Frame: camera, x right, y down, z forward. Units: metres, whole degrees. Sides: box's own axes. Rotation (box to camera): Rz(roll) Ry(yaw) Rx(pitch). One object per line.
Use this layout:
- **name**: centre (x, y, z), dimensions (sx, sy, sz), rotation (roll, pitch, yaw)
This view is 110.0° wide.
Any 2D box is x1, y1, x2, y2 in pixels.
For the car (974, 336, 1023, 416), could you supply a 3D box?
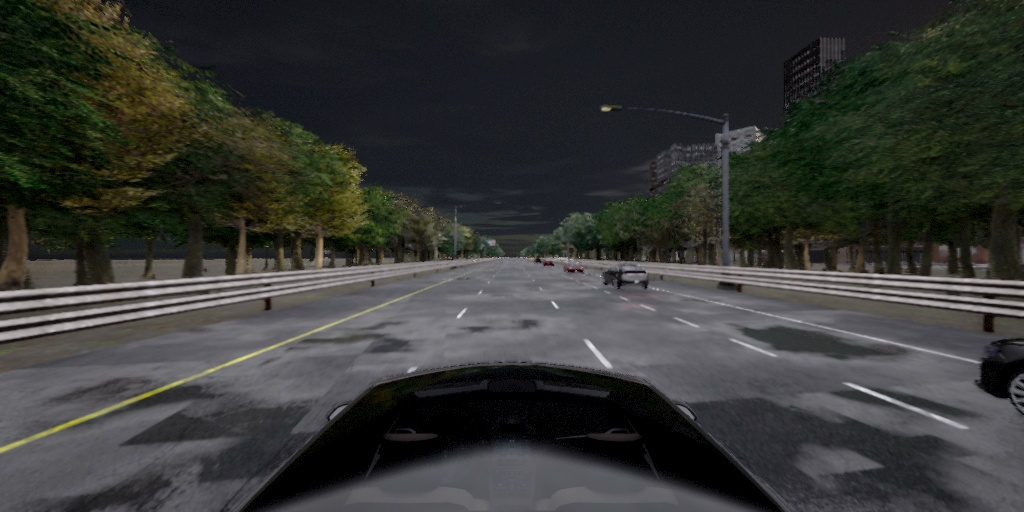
- **car**: centre (7.000, 1.242, 2.614), dimensions (2.128, 1.511, 4.902), rotation (0, 0, 0)

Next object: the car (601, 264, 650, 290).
- **car**: centre (7.006, 1.248, 22.565), dimensions (2.128, 1.511, 4.902), rotation (0, 0, 0)

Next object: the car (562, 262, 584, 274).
- **car**: centre (7.021, 1.374, 41.517), dimensions (1.895, 1.301, 4.718), rotation (0, 0, 0)
